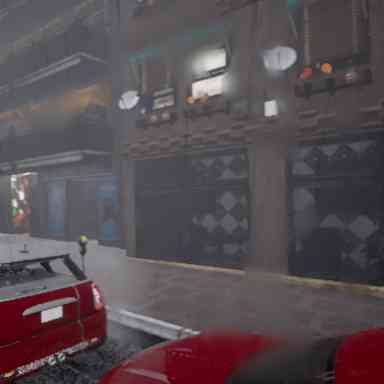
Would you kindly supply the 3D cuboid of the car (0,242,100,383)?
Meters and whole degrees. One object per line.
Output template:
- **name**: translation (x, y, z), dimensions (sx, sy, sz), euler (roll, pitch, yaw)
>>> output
- **car**: translation (-3.235, 1.484, 5.061), dimensions (4.097, 1.590, 1.967), euler (-1, -2, 36)

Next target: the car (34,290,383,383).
- **car**: translation (1.265, 1.545, 1.842), dimensions (4.507, 1.381, 1.887), euler (-1, -2, 36)
